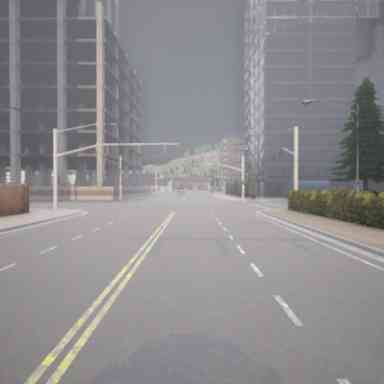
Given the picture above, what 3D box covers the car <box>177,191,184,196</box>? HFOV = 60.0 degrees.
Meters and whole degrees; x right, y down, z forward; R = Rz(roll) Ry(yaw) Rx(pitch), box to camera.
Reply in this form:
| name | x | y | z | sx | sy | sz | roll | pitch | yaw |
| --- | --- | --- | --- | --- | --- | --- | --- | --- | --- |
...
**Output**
| name | x | y | z | sx | sy | sz | roll | pitch | yaw |
| --- | --- | --- | --- | --- | --- | --- | --- | --- | --- |
| car | -3.292 | 0.391 | 95.573 | 2.128 | 1.511 | 4.902 | 0 | 1 | 0 |
